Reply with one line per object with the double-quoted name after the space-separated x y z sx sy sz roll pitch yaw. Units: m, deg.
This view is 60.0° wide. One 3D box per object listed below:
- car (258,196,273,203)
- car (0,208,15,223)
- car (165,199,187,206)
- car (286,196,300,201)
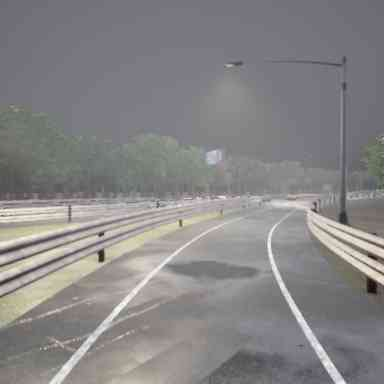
14.740 1.502 68.053 2.033 1.411 5.357 0 0 37 "car"
-16.530 1.588 26.205 2.097 1.767 4.553 0 1 37 "car"
-1.481 1.618 46.346 2.033 1.411 5.357 0 0 37 "car"
24.911 1.512 81.667 1.895 1.301 4.718 0 0 37 "car"
